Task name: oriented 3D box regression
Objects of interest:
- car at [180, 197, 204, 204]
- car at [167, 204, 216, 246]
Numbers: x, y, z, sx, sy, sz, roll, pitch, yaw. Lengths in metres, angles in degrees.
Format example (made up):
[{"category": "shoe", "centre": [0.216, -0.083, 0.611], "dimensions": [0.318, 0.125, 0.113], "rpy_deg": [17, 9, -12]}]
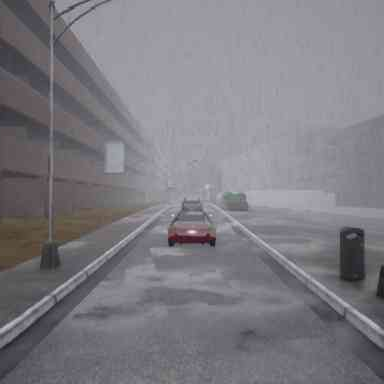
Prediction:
[{"category": "car", "centre": [0.000, 1.176, 29.654], "dimensions": [2.128, 1.511, 4.902], "rpy_deg": [0, 1, 0]}, {"category": "car", "centre": [0.000, 1.469, 14.647], "dimensions": [1.994, 1.385, 4.181], "rpy_deg": [0, 1, 0]}]
